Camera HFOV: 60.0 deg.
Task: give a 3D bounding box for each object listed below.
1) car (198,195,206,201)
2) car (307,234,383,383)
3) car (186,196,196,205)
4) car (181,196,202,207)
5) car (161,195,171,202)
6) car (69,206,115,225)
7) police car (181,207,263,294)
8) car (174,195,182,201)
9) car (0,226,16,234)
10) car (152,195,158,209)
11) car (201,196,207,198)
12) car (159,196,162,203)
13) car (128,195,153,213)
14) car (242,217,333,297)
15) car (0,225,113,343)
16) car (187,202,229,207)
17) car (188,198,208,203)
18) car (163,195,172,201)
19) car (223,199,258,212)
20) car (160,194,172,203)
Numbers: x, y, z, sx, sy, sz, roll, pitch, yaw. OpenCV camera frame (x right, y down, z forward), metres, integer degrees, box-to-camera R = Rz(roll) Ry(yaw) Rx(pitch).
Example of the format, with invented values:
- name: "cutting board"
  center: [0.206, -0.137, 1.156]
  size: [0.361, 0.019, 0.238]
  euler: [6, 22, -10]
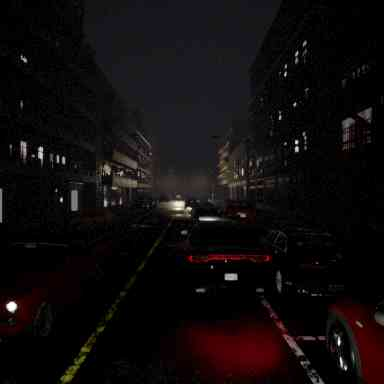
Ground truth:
- name: "car"
  center: [2.473, 1.524, 81.638]
  size: [1.887, 1.381, 4.507]
  euler: [0, 0, 0]
- name: "car"
  center: [2.684, 1.440, 2.729]
  size: [1.967, 1.590, 4.097]
  euler: [0, 0, 0]
- name: "car"
  center: [-0.159, 1.514, 59.402]
  size: [1.812, 1.442, 4.674]
  euler: [0, 0, 0]
- name: "car"
  center: [-0.114, 1.541, 45.138]
  size: [2.033, 1.411, 5.357]
  euler: [0, 0, 0]
- name: "car"
  center: [-5.892, 1.422, 75.982]
  size: [1.967, 1.590, 4.097]
  euler: [0, 0, 0]
- name: "car"
  center: [-5.741, 1.524, 19.449]
  size: [1.752, 1.417, 4.829]
  euler: [0, 0, 0]
- name: "police car"
  center: [0.731, 1.425, 8.963]
  size: [1.930, 1.638, 5.238]
  euler: [0, 0, 0]
- name: "car"
  center: [-3.217, 1.527, 80.947]
  size: [2.033, 1.411, 5.357]
  euler: [0, 0, 0]
- name: "car"
  center: [-5.712, 1.566, 8.345]
  size: [1.947, 1.339, 4.313]
  euler: [0, 0, 0]
- name: "car"
  center: [-5.801, 1.309, 42.165]
  size: [2.192, 1.841, 5.009]
  euler: [0, 0, 0]
- name: "car"
  center: [2.503, 1.509, 70.535]
  size: [1.752, 1.417, 4.829]
  euler: [0, 0, 0]
- name: "car"
  center: [-5.818, 1.574, 47.802]
  size: [1.802, 1.307, 4.206]
  euler: [0, 0, 0]
- name: "car"
  center: [-5.787, 1.435, 36.529]
  size: [1.967, 1.590, 4.097]
  euler: [0, 0, 0]
- name: "car"
  center: [2.669, 1.551, 8.364]
  size: [2.008, 1.369, 4.403]
  euler: [0, 0, 0]
- name: "car"
  center: [-3.119, 1.601, 6.549]
  size: [1.895, 1.301, 4.718]
  euler: [0, 0, 0]
- name: "car"
  center: [0.783, 1.525, 18.852]
  size: [1.812, 1.442, 4.674]
  euler: [0, 0, 0]
- name: "car"
  center: [0.833, 1.476, 24.857]
  size: [1.882, 1.535, 5.008]
  euler: [0, 0, 0]
- name: "car"
  center: [-5.907, 1.524, 81.620]
  size: [1.887, 1.381, 4.507]
  euler: [0, 0, 0]
- name: "car"
  center: [2.640, 1.314, 19.638]
  size: [2.192, 1.841, 5.009]
  euler: [0, 0, 0]
- name: "car"
  center: [-5.876, 1.299, 70.347]
  size: [2.192, 1.841, 5.009]
  euler: [0, 0, 0]
